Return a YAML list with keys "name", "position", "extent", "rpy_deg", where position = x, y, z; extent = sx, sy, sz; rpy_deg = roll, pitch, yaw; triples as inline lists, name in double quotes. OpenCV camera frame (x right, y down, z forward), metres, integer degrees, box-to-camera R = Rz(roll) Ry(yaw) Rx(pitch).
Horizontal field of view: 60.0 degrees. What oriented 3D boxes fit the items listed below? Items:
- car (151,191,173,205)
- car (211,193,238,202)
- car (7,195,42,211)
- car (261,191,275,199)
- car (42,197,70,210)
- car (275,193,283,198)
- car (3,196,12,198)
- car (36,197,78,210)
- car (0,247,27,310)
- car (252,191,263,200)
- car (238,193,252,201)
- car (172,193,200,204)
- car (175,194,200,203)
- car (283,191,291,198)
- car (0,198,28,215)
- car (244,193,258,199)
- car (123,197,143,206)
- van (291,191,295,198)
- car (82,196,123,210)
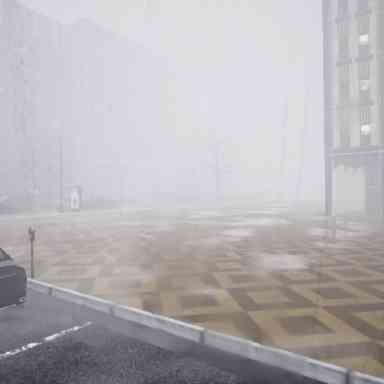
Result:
- name: "car"
  position: [-3.845, 0.896, 50.617]
  extent: [2.150, 2.045, 5.566]
  rpy_deg: [-1, 0, 36]
- name: "car"
  position: [5.938, 1.093, 59.692]
  extent: [2.008, 1.369, 4.403]
  rpy_deg: [-1, 0, 36]
- name: "car"
  position: [-20.302, 1.228, 37.746]
  extent: [2.192, 1.841, 5.009]
  rpy_deg: [-1, 0, 36]
- name: "car"
  position: [15.661, 0.740, 73.122]
  extent: [2.192, 1.841, 5.009]
  rpy_deg: [-1, 0, 36]
- name: "car"
  position: [-15.259, 1.361, 40.330]
  extent: [1.812, 1.442, 4.674]
  rpy_deg: [-1, 0, 36]
- name: "car"
  position: [18.906, 0.937, 77.599]
  extent: [2.008, 1.369, 4.403]
  rpy_deg: [-1, 0, 36]
- name: "car"
  position: [-20.846, 1.415, 32.591]
  extent: [1.837, 1.490, 4.892]
  rpy_deg: [-1, -1, 36]
- name: "car"
  position: [-17.058, 1.415, 42.224]
  extent: [1.887, 1.381, 4.507]
  rpy_deg: [-1, 0, 36]
- name: "car"
  position: [-4.994, 1.553, 6.609]
  extent: [4.403, 1.369, 2.008]
  rpy_deg: [0, -1, 36]
- name: "car"
  position: [12.422, 1.046, 68.645]
  extent: [1.802, 1.307, 4.206]
  rpy_deg: [-1, 0, 36]
- name: "car"
  position: [9.180, 1.047, 64.169]
  extent: [1.887, 1.381, 4.507]
  rpy_deg: [-1, 0, 36]
- name: "car"
  position: [-0.547, 1.062, 50.738]
  extent: [1.967, 1.590, 4.097]
  rpy_deg: [-1, 0, 36]
- name: "car"
  position: [-0.687, 1.132, 60.262]
  extent: [1.882, 1.535, 5.008]
  rpy_deg: [-1, 0, 36]
- name: "car"
  position: [22.148, 0.931, 82.076]
  extent: [1.802, 1.307, 4.206]
  rpy_deg: [-1, 0, 36]
- name: "car"
  position: [-16.755, 1.413, 28.353]
  extent: [1.802, 1.307, 4.206]
  rpy_deg: [-1, 0, 36]
- name: "car"
  position: [15.362, 1.039, 86.992]
  extent: [1.947, 1.339, 4.313]
  rpy_deg: [-1, 0, 36]
- name: "car"
  position: [-9.457, 1.361, 48.301]
  extent: [1.895, 1.301, 4.718]
  rpy_deg: [-1, 0, 36]
- name: "van"
  position: [25.388, 0.654, 86.553]
  extent: [1.690, 1.788, 3.998]
  rpy_deg: [-1, 0, 36]
- name: "car"
  position: [-10.273, 1.186, 37.307]
  extent: [1.967, 1.590, 4.097]
  rpy_deg: [-1, 0, 36]
